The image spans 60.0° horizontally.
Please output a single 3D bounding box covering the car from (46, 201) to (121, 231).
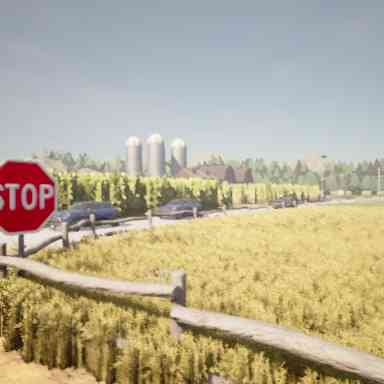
[{"bbox_3d":[-6.698,1.373,20.824,2.097,1.767,4.553,0,0,35],"label":"car"}]

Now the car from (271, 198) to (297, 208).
[{"bbox_3d":[11.275,1.509,40.462,2.128,1.511,4.902,0,0,35],"label":"car"}]

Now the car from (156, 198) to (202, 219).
[{"bbox_3d":[-1.059,1.373,28.758,2.097,1.767,4.553,0,0,36],"label":"car"}]
